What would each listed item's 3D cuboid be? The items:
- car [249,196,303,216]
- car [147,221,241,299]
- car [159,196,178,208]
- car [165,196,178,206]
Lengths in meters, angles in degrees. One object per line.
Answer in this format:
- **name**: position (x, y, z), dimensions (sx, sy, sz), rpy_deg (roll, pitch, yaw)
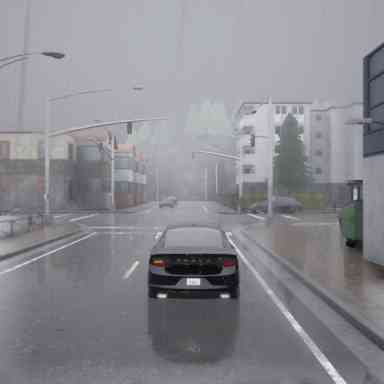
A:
- **car**: position (7.374, 1.178, 29.607), dimensions (4.553, 1.767, 2.097), rpy_deg (0, 0, 6)
- **car**: position (0.052, 1.478, 8.505), dimensions (1.882, 1.535, 5.008), rpy_deg (0, 0, 1)
- **car**: position (-3.567, 1.547, 47.423), dimensions (2.033, 1.411, 5.357), rpy_deg (0, 0, 0)
- **car**: position (-3.550, 1.477, 57.737), dimensions (1.882, 1.535, 5.008), rpy_deg (0, 0, 1)
